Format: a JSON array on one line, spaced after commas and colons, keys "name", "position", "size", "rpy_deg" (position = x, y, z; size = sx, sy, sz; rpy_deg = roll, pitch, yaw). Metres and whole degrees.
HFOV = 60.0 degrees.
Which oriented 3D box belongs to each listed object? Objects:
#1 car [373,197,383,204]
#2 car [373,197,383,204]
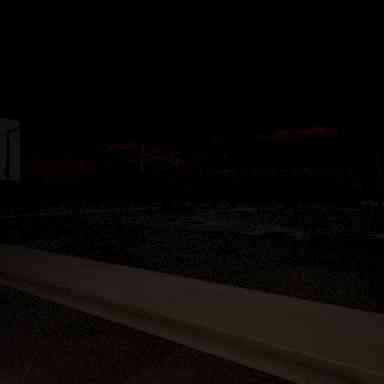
[{"name": "car", "position": [37.527, 1.734, 65.323], "size": [2.038, 1.542, 4.974], "rpy_deg": [1, 1, 6]}, {"name": "car", "position": [37.534, 1.576, 65.374], "size": [1.853, 1.218, 4.536], "rpy_deg": [1, 1, 6]}]
